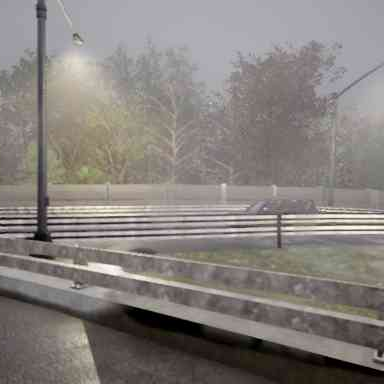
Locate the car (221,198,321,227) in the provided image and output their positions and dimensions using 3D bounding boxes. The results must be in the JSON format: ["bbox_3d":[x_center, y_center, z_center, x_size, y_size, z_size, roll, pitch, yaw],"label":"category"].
[{"bbox_3d":[4.464,1.390,18.802,5.566,2.045,2.150,-1,0,-12],"label":"car"}]
